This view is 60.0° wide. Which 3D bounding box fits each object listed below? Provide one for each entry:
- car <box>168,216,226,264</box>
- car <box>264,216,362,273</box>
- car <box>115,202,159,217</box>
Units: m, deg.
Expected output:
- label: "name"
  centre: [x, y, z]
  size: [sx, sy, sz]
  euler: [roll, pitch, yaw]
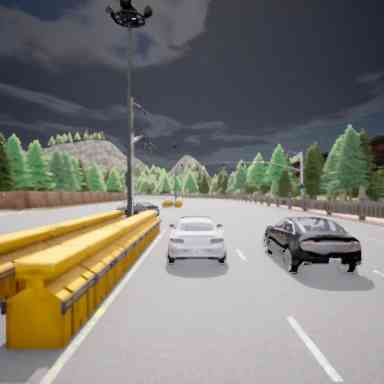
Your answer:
- label: "car"
  centre: [0.142, 1.583, 11.913]
  size: [1.812, 1.442, 4.674]
  euler: [0, 0, 0]
- label: "car"
  centre: [3.646, 1.544, 10.866]
  size: [2.128, 1.511, 4.902]
  euler: [0, 0, 0]
- label: "car"
  centre: [-5.108, 1.635, 30.242]
  size: [4.902, 1.511, 2.128]
  euler: [0, -1, 41]
